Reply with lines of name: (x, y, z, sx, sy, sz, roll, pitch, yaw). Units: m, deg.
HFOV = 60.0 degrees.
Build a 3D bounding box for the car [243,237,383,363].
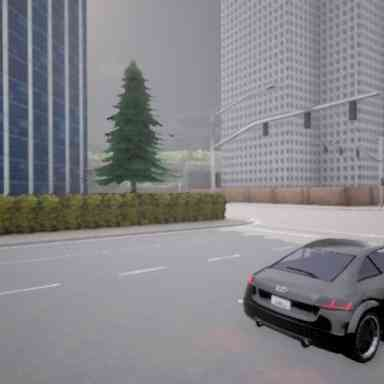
car: (2.904, 1.522, 5.868, 4.181, 1.385, 1.994, -1, 0, -35)
